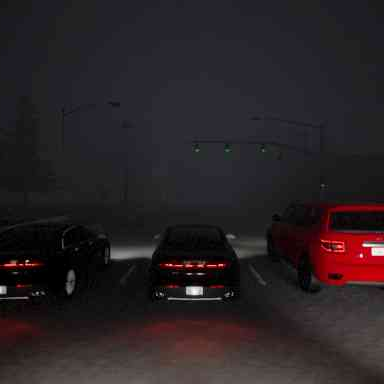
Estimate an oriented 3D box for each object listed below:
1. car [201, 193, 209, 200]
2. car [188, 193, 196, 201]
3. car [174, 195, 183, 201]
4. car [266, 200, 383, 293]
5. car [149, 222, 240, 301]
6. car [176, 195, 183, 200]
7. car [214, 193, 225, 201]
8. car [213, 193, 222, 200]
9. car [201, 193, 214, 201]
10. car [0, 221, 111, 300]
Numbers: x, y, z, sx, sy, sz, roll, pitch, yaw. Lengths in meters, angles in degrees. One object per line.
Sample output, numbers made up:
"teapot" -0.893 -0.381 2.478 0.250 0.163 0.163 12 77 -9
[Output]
"car" 3.534 1.187 91.816 2.097 1.767 4.553 0 0 0
"car" 0.030 1.517 81.427 2.128 1.511 4.902 0 0 0
"car" -3.470 1.516 81.845 1.812 1.442 4.674 0 0 0
"car" 3.569 1.221 8.970 2.150 2.045 5.566 0 0 0
"car" 0.065 1.505 8.325 1.837 1.490 4.892 0 0 0
"car" -3.466 1.427 91.878 1.895 1.301 4.718 0 0 0
"car" 7.030 1.491 81.424 1.837 1.490 4.892 0 0 0
"car" 7.034 1.187 91.814 2.097 1.767 4.553 0 0 0
"car" 3.530 1.347 81.812 2.097 1.767 4.553 0 0 0
"car" -3.435 1.505 8.378 1.837 1.490 4.892 0 0 0
